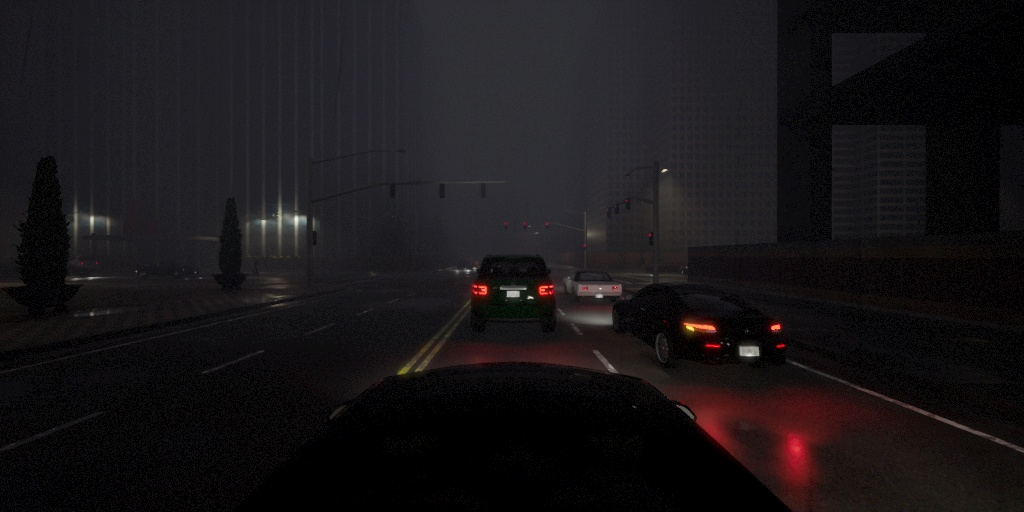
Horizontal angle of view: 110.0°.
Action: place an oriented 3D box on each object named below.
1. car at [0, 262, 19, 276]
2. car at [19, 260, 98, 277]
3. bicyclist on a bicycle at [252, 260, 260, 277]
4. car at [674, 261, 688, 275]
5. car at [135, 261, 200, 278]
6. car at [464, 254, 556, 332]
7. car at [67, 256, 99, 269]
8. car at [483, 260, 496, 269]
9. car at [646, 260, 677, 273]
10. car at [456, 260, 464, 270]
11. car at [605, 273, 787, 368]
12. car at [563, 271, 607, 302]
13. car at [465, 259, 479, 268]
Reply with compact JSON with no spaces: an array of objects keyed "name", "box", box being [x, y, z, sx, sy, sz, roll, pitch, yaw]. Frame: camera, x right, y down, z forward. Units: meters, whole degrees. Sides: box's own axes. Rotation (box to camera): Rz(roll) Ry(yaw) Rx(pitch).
[{"name":"car","box":[-50.681,1.314,36.518,4.181,1.385,1.994,0,0,3]},{"name":"car","box":[-41.555,1.314,32.939,4.181,1.385,1.994,0,0,0]},{"name":"bicyclist on a bicycle","box":[-24.647,1.203,34.507,0.582,1.620,1.656,0,0,-13]},{"name":"car","box":[19.875,1.351,37.123,4.718,1.301,1.895,0,0,1]},{"name":"car","box":[-31.588,1.241,32.987,4.902,1.511,2.128,0,0,0]},{"name":"car","box":[0.057,0.971,10.968,2.150,2.045,5.566,0,0,1]},{"name":"car","box":[-49.787,0.971,40.068,5.566,2.045,2.150,0,0,0]},{"name":"car","box":[-3.552,1.351,57.465,1.895,1.301,4.718,0,0,0]},{"name":"car","box":[17.806,1.228,40.636,5.008,1.535,1.882,0,0,0]},{"name":"car","box":[-7.062,1.276,53.684,1.812,1.442,4.674,0,0,0]},{"name":"car","box":[3.589,1.276,7.725,1.812,1.442,4.674,0,0,0]},{"name":"car","box":[3.593,1.351,16.887,1.895,1.301,4.718,0,0,0]},{"name":"car","box":[-7.028,1.228,63.020,1.882,1.535,5.008,0,0,0]}]
